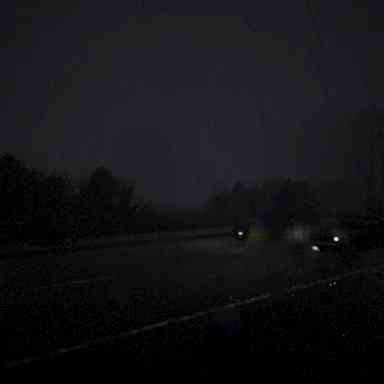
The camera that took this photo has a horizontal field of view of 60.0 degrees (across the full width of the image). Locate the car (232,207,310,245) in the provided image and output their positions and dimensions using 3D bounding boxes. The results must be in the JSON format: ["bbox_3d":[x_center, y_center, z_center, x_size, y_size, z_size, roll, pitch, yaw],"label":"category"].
[{"bbox_3d":[4.010,1.505,15.513,4.892,1.490,1.837,0,0,-36],"label":"car"}]

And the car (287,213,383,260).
[{"bbox_3d":[5.973,1.601,12.602,4.718,1.301,1.895,0,0,-36],"label":"car"}]
